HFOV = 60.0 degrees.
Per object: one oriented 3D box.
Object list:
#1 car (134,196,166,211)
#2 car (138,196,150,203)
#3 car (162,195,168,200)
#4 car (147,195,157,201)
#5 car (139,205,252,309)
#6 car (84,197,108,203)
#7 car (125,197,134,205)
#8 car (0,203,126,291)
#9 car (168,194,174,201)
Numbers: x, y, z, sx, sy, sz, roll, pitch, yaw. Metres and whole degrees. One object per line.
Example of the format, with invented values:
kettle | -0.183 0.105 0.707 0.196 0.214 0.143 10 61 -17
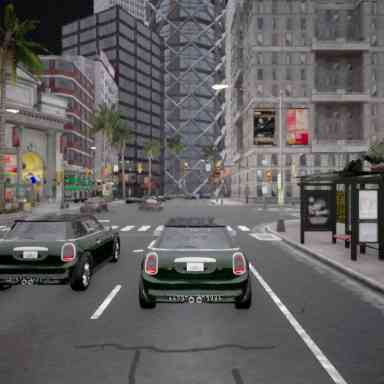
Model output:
car | -5.011 1.525 39.204 1.812 1.442 4.674 -1 0 -26
car | -10.404 1.552 72.505 1.994 1.385 4.181 0 0 0
car | -6.902 1.477 73.655 1.882 1.535 5.008 0 0 0
car | -10.225 1.499 85.584 1.837 1.490 4.892 0 0 3
car | 0.075 1.352 8.040 2.097 1.767 4.553 0 0 0
car | -10.552 1.352 36.155 2.097 1.767 4.553 0 0 0
car | -10.495 1.600 58.742 1.895 1.301 4.718 0 0 0
car | -3.417 1.352 9.187 2.097 1.767 4.553 0 0 0
car | -6.630 1.595 86.485 1.895 1.301 4.718 0 0 3
